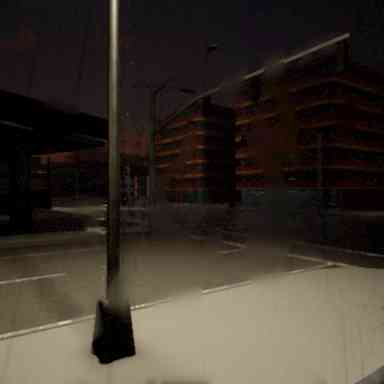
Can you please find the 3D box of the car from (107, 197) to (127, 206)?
[{"bbox_3d":[-12.137,1.566,53.777,1.994,1.385,4.181,0,0,-36],"label":"car"}]
